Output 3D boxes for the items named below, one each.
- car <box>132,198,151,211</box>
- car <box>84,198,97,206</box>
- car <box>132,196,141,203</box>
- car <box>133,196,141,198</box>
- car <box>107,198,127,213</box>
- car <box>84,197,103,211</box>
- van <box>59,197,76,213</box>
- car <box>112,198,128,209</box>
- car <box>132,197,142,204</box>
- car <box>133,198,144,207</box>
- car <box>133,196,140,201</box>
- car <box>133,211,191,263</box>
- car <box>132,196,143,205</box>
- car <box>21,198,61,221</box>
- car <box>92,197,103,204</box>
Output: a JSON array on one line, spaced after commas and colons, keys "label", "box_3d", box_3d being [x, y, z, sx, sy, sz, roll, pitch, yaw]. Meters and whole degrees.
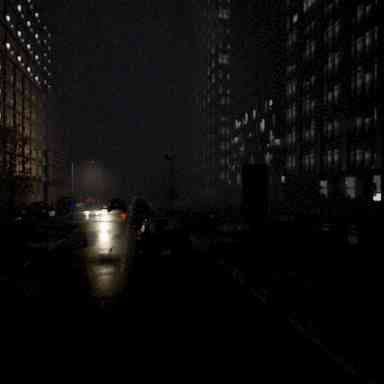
[{"label": "car", "box_3d": [-5.207, 1.657, 34.271, 1.947, 1.339, 4.313, 0, 0, -10]}, {"label": "car", "box_3d": [-18.399, 1.722, 60.581, 1.802, 1.307, 4.206, 0, 0, -10]}, {"label": "car", "box_3d": [-13.112, 1.759, 78.715, 1.947, 1.339, 4.313, 0, 0, -10]}, {"label": "car", "box_3d": [-8.172, 1.696, 50.937, 1.947, 1.339, 4.313, 0, 0, -10]}, {"label": "car", "box_3d": [-8.654, 1.450, 38.639, 2.097, 1.767, 4.553, 0, 0, -10]}, {"label": "car", "box_3d": [-12.383, 1.666, 42.161, 1.994, 1.385, 4.181, 0, 0, -10]}, {"label": "van", "box_3d": [-14.451, 1.430, 38.365, 1.690, 1.788, 3.998, 0, 0, -10]}, {"label": "car", "box_3d": [-10.460, 1.668, 48.484, 2.033, 1.411, 5.357, 0, 0, -10]}, {"label": "car", "box_3d": [-11.136, 1.734, 67.603, 1.947, 1.339, 4.313, 0, 0, -10]}, {"label": "car", "box_3d": [-9.160, 1.725, 56.492, 1.802, 1.307, 4.206, 0, 0, -10]}, {"label": "car", "box_3d": [-15.089, 1.761, 89.826, 1.887, 1.381, 4.507, 0, 0, -10]}, {"label": "car", "box_3d": [-1.129, 1.586, 12.073, 2.008, 1.369, 4.403, 0, 0, -10]}, {"label": "car", "box_3d": [-10.149, 1.596, 62.048, 1.967, 1.590, 4.097, 0, 0, -10]}, {"label": "car", "box_3d": [-12.473, 1.502, 27.256, 1.967, 1.590, 4.097, 0, 0, -10]}, {"label": "car", "box_3d": [-20.376, 1.731, 71.689, 1.947, 1.339, 4.313, 0, 0, -10]}]
